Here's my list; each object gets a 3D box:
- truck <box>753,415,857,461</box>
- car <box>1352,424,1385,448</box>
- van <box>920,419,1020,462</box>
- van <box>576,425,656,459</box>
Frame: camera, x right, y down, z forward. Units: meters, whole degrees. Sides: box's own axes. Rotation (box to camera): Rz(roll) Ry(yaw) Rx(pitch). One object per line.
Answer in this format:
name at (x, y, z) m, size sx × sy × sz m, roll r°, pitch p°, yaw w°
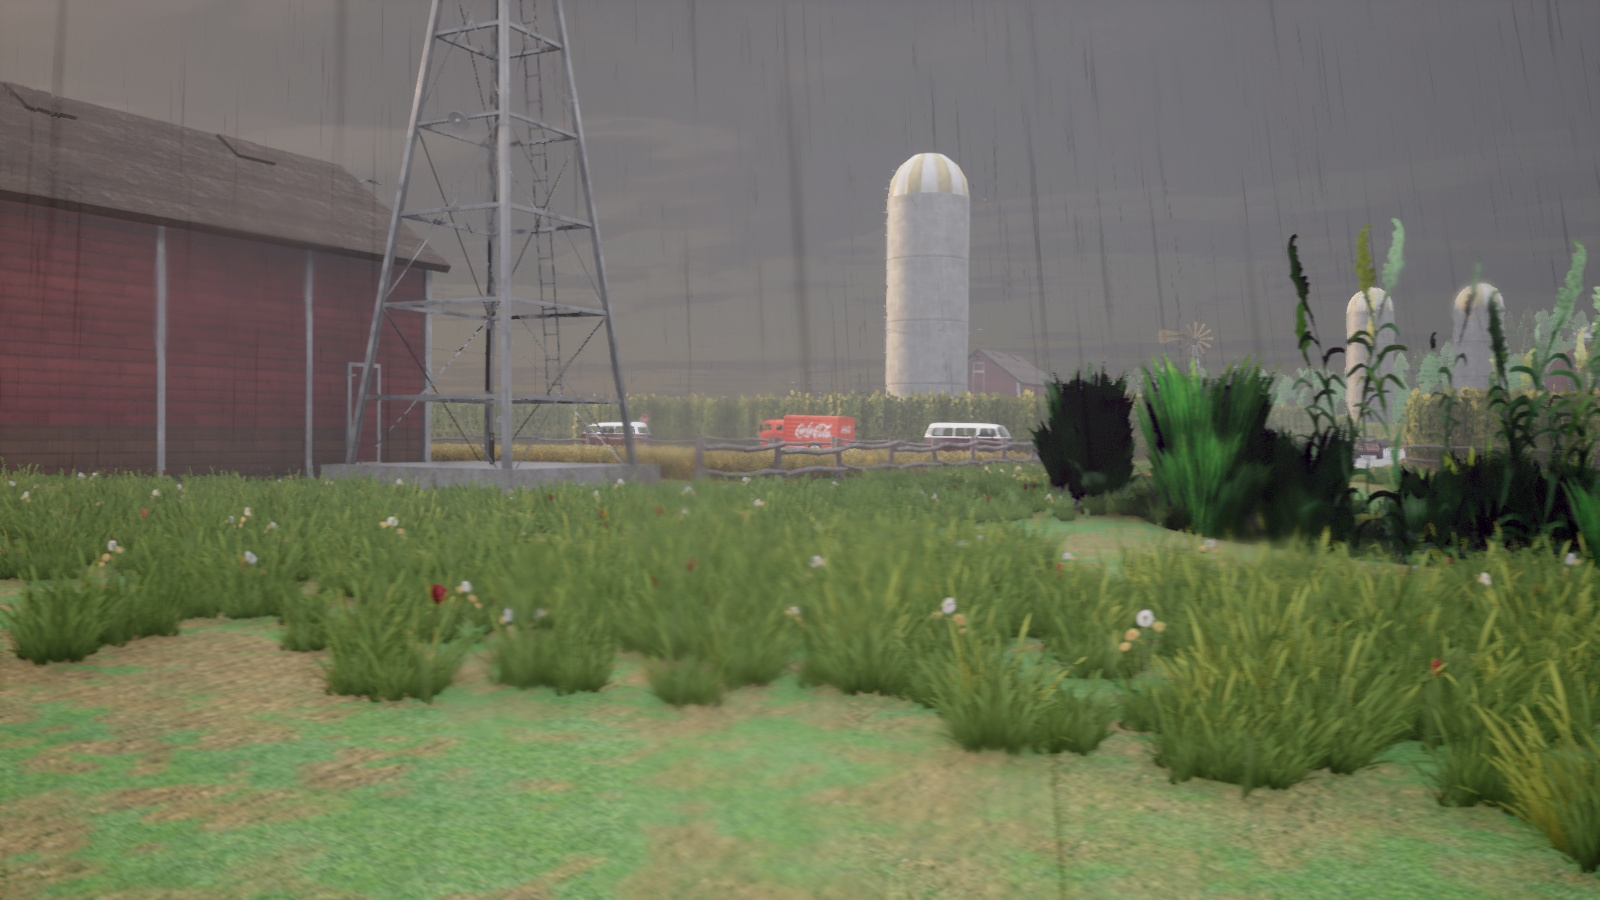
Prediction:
truck at (0.267, -0.702, 70.248) m, size 5.204 × 2.467 × 2.627 m, roll 1°, pitch 1°, yaw 28°
car at (39.490, -0.963, 87.217) m, size 1.851 × 1.617 × 3.988 m, roll 0°, pitch 1°, yaw 28°
van at (8.458, -0.473, 62.394) m, size 4.480 × 2.038 × 2.069 m, roll 0°, pitch 1°, yaw 28°
van at (-11.181, -0.485, 76.332) m, size 4.480 × 2.038 × 2.069 m, roll 0°, pitch 1°, yaw 28°
